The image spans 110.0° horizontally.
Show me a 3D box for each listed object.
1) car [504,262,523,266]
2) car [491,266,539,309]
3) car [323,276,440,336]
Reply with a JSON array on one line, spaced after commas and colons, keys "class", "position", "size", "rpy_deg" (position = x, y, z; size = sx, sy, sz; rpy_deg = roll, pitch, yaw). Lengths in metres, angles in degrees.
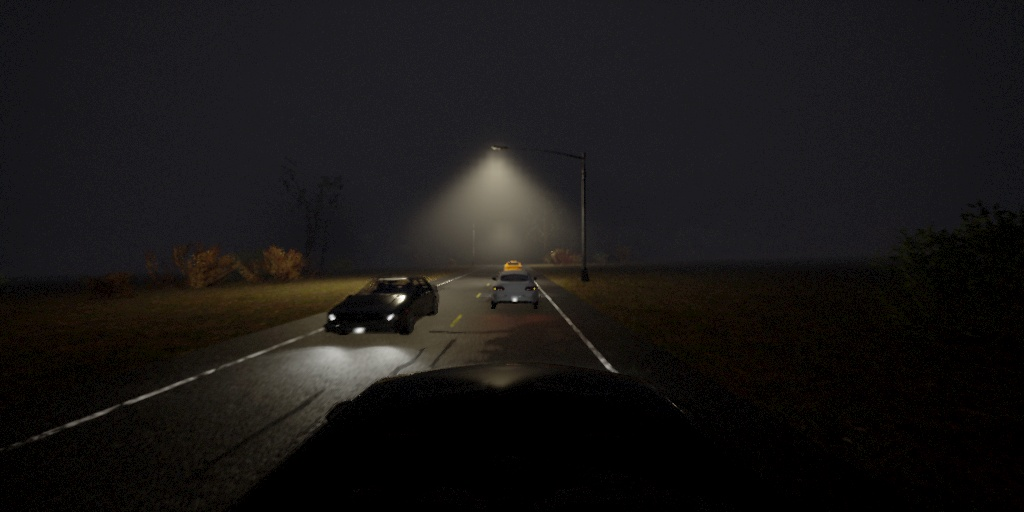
[{"class": "car", "position": [0.147, 1.329, 37.707], "size": [1.882, 1.535, 5.008], "rpy_deg": [0, 0, 0]}, {"class": "car", "position": [0.106, 1.313, 15.135], "size": [1.812, 1.442, 4.674], "rpy_deg": [0, 0, 0]}, {"class": "car", "position": [-3.489, 1.326, 10.843], "size": [2.033, 1.411, 5.357], "rpy_deg": [0, 0, 0]}]
